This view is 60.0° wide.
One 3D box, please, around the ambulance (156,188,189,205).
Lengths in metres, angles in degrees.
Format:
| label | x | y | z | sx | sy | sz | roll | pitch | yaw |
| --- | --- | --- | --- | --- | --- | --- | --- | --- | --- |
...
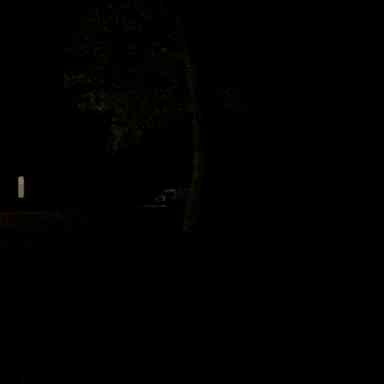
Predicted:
| label | x | y | z | sx | sy | sz | roll | pitch | yaw |
| --- | --- | --- | --- | --- | --- | --- | --- | --- | --- |
| ambulance | -2.777 | 0.671 | 49.924 | 2.351 | 2.431 | 6.366 | -2 | -1 | 35 |
